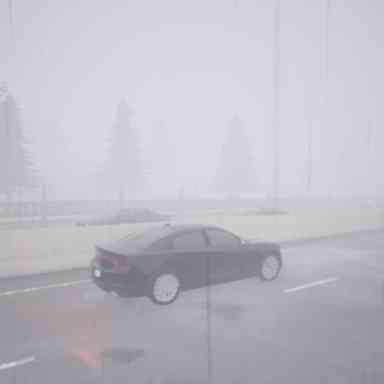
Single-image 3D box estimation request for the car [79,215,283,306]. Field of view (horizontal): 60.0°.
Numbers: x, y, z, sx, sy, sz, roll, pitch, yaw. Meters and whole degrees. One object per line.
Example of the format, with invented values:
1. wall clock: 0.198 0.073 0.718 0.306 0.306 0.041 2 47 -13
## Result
1. car: 0.122 1.484 8.133 5.008 1.535 1.882 0 0 -35
